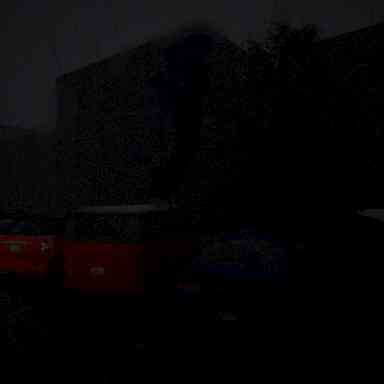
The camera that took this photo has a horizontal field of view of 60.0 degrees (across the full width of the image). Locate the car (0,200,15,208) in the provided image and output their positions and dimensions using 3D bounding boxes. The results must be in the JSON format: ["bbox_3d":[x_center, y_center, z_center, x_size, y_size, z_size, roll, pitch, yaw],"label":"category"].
[{"bbox_3d":[-8.419,1.304,13.484,2.435,2.045,5.566,0,-1,15],"label":"car"}]

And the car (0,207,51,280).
[{"bbox_3d":[-3.657,1.396,10.021,2.185,1.767,4.553,0,-1,15],"label":"car"}]

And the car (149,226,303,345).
[{"bbox_3d":[1.127,1.497,6.638,2.097,1.535,5.008,0,-1,15],"label":"car"}]

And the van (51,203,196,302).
[{"bbox_3d":[-1.230,1.285,8.461,1.878,1.987,4.442,0,-1,16],"label":"van"}]

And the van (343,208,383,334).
[{"bbox_3d":[3.495,1.258,4.830,1.878,1.987,4.442,0,-1,15],"label":"van"}]
